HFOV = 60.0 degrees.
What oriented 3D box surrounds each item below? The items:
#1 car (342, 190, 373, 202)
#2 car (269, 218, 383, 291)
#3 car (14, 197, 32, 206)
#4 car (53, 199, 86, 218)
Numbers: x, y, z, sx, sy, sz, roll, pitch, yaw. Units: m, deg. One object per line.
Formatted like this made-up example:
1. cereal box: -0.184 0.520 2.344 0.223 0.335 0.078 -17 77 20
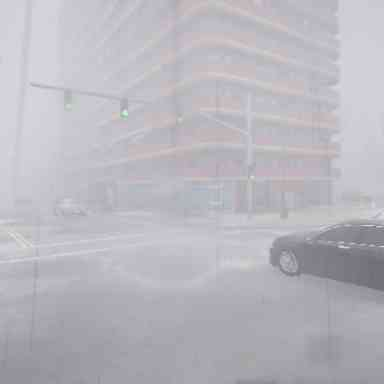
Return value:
1. car: 21.124 0.428 42.707 1.882 1.535 5.008 -1 1 -3
2. car: 3.922 1.341 7.395 1.837 1.490 4.892 -2 1 -35
3. car: -25.260 1.337 49.690 1.895 1.301 4.718 -2 1 -35
4. car: -10.310 1.320 28.023 1.812 1.442 4.674 -2 1 -35
